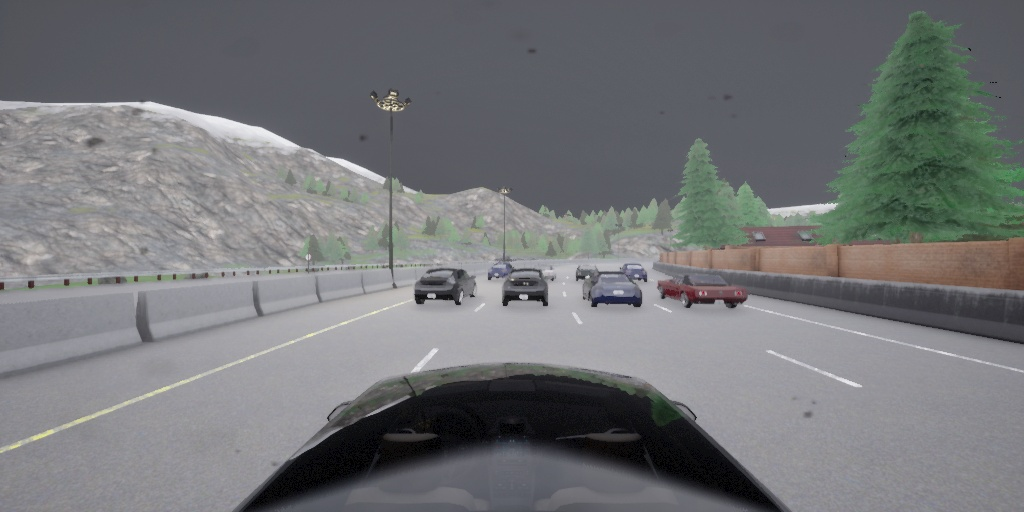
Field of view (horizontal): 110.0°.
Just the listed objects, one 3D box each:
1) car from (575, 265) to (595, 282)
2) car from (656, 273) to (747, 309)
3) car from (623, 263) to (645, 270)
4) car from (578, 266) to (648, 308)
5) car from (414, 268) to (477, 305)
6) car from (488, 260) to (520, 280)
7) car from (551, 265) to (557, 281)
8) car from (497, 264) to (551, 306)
[{"bbox_3d":[6.092,1.366,29.074,1.895,1.301,4.718,0,0,11],"label":"car"},{"bbox_3d":[7.636,1.366,15.036,1.895,1.301,4.718,0,0,5],"label":"car"},{"bbox_3d":[9.525,1.283,28.393,1.812,1.442,4.674,0,0,11],"label":"car"},{"bbox_3d":[4.148,1.322,15.333,1.994,1.385,4.181,0,0,5],"label":"car"},{"bbox_3d":[-2.821,1.266,15.987,1.837,1.490,4.892,0,0,5],"label":"car"},{"bbox_3d":[-0.791,1.283,30.348,1.812,1.442,4.674,0,0,11],"label":"car"},{"bbox_3d":[2.653,1.366,29.726,1.895,1.301,4.718,0,0,11],"label":"car"},{"bbox_3d":[0.663,1.266,15.660,1.837,1.490,4.892,0,0,5],"label":"car"}]
